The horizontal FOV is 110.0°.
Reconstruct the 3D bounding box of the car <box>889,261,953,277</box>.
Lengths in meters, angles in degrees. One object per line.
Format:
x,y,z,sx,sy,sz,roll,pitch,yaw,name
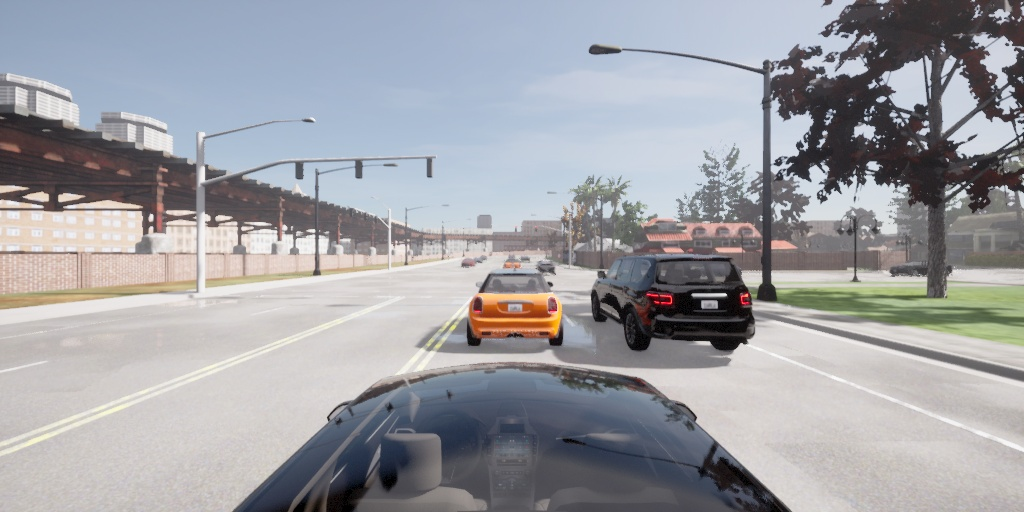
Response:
40.354,1.220,35.470,5.008,1.535,1.882,0,0,-1,car

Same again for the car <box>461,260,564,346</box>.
0.071,1.100,9.603,2.097,1.767,4.553,0,0,0,car

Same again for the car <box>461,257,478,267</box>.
-7.140,1.069,58.421,1.882,1.535,5.008,0,1,0,car

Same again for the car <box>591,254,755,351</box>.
3.572,0.970,9.146,2.150,2.045,5.566,0,0,0,car

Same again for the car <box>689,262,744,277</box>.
19.890,1.306,34.968,4.181,1.385,1.994,0,0,-2,car

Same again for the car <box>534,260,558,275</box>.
3.557,1.209,38.728,2.128,1.511,4.902,0,0,0,car

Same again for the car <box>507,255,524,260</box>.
0.056,1.064,42.081,2.097,1.767,4.553,0,0,0,car
